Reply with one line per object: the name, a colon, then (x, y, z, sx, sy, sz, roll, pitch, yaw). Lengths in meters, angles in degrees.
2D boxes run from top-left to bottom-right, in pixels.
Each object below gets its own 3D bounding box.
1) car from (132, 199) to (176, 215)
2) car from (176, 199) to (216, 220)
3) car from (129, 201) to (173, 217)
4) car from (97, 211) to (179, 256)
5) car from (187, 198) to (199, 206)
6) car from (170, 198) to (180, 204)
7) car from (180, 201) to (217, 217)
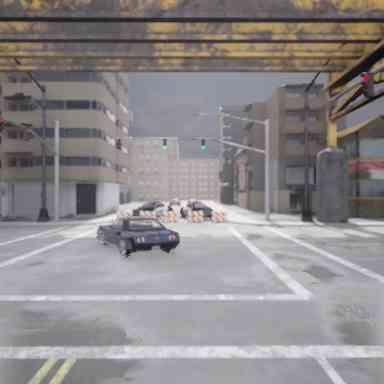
car: (-3.646, 1.651, 30.315, 2.038, 1.542, 4.974, 0, 0, 25)
car: (0.514, 1.649, 30.008, 2.038, 1.542, 4.974, 0, 0, -20)
car: (-3.625, 1.493, 30.363, 1.853, 1.218, 4.536, 0, 0, 25)
car: (-2.403, 1.690, 13.580, 1.895, 1.301, 4.718, 0, -1, -31)
car: (0.145, 1.664, 56.656, 1.853, 1.218, 4.536, 0, 0, 0)
car: (-3.287, 1.719, 65.178, 1.853, 1.218, 4.536, 0, 0, 0)
car: (0.496, 1.491, 30.057, 1.853, 1.218, 4.536, 0, 0, -20)
